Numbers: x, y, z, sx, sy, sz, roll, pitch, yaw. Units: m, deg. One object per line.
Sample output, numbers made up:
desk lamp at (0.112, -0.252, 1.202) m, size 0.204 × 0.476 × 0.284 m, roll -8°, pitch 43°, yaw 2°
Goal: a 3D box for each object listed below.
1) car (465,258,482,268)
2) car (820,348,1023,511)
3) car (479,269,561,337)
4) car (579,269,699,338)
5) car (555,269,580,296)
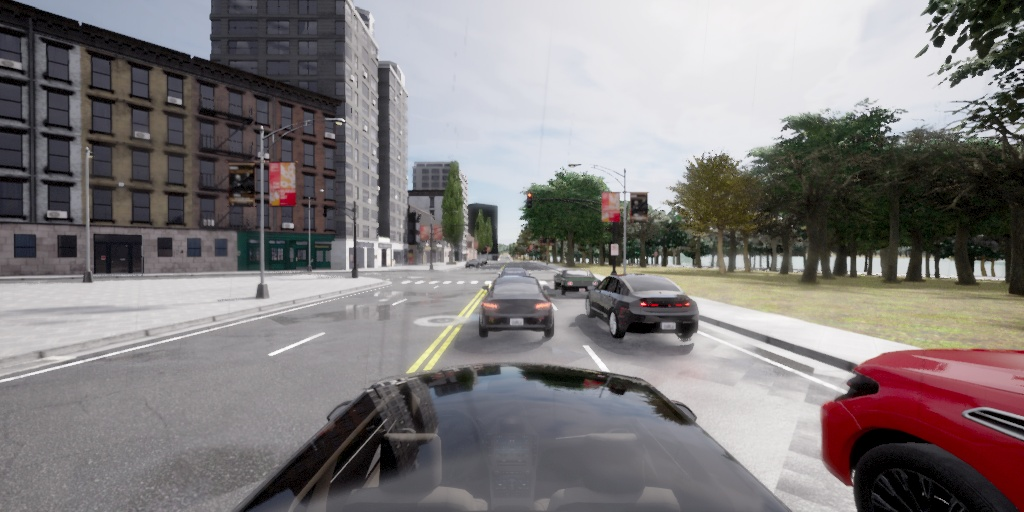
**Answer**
car at (-6.487, 1.284, 59.147) m, size 1.994 × 1.385 × 4.181 m, roll 0°, pitch 0°, yaw 0°
car at (3.348, 0.972, 0.235) m, size 2.150 × 2.045 × 5.566 m, roll 0°, pitch 0°, yaw 0°
car at (0.116, 1.272, 10.136) m, size 1.812 × 1.442 × 4.674 m, roll 0°, pitch 0°, yaw 0°
car at (3.363, 1.251, 10.098) m, size 1.837 × 1.490 × 4.892 m, roll 0°, pitch 0°, yaw 0°
car at (3.379, 1.343, 19.411) m, size 1.895 × 1.301 × 4.718 m, roll 0°, pitch 0°, yaw 0°
